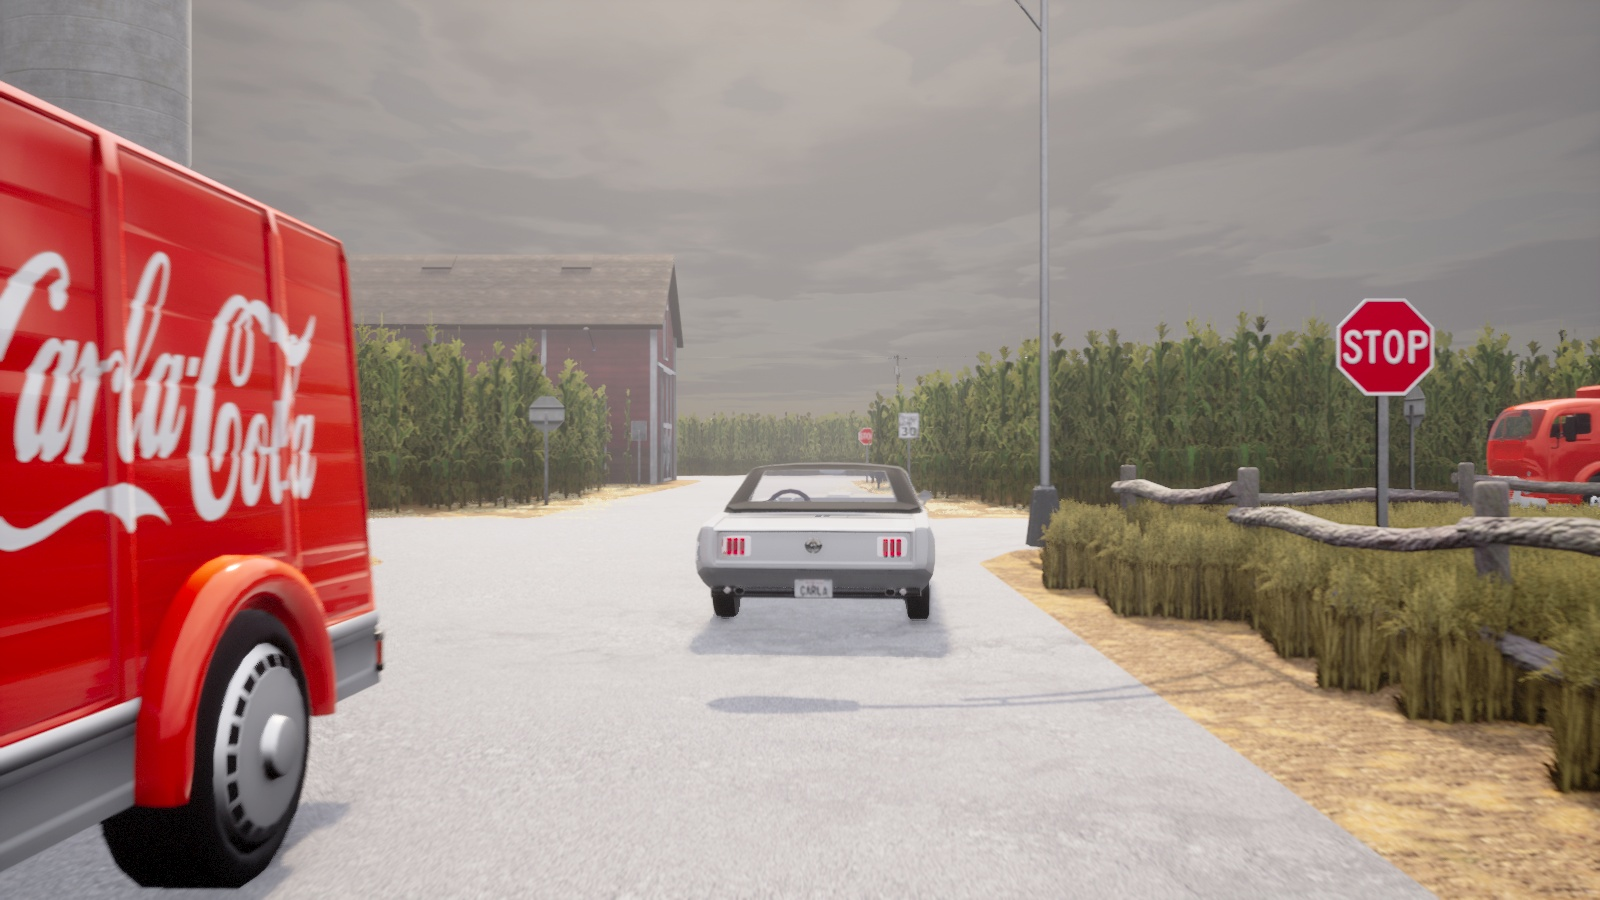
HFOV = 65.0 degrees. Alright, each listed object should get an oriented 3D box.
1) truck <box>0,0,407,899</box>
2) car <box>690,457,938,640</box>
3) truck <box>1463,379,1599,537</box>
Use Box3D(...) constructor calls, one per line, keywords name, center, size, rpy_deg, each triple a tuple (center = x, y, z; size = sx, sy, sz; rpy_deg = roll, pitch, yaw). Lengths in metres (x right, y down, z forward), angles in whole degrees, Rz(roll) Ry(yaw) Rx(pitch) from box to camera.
Box3D(name="truck", center=(-3.068, 0.240, 2.957), size=(2.627, 2.467, 5.204), rpy_deg=(0, 0, 0))
Box3D(name="car", center=(0.309, 0.757, 11.899), size=(1.895, 1.301, 4.718), rpy_deg=(0, 1, 5))
Box3D(name="truck", center=(14.389, 0.143, 20.994), size=(5.204, 2.467, 2.627), rpy_deg=(1, 0, 0))
